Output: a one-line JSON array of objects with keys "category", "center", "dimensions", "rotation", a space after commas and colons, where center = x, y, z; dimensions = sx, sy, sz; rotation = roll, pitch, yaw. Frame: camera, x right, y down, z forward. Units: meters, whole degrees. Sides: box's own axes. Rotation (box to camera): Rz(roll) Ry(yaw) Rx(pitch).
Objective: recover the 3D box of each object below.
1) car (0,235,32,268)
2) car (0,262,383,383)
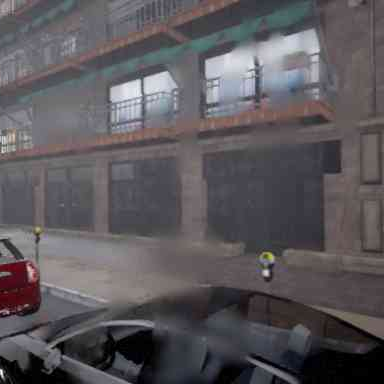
[{"category": "car", "center": [-4.689, 1.433, 6.234], "dimensions": [4.097, 1.590, 1.967], "rotation": [0, -1, 36]}, {"category": "car", "center": [-0.074, 1.565, 2.939], "dimensions": [4.313, 1.339, 1.947], "rotation": [0, -1, 36]}]
